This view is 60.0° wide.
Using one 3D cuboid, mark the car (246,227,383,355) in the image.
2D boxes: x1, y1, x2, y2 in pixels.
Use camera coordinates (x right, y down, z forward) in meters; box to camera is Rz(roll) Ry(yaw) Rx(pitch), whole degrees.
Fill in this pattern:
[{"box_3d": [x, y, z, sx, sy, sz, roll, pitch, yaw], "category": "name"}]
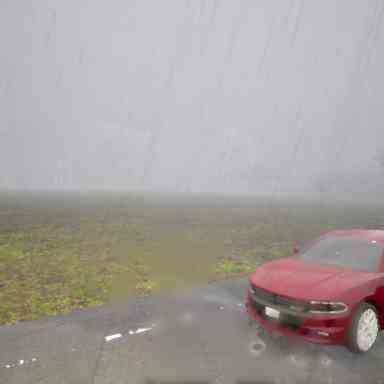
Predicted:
[{"box_3d": [3.200, 1.483, 6.276, 5.008, 1.535, 1.882, 0, 0, -36], "category": "car"}]
